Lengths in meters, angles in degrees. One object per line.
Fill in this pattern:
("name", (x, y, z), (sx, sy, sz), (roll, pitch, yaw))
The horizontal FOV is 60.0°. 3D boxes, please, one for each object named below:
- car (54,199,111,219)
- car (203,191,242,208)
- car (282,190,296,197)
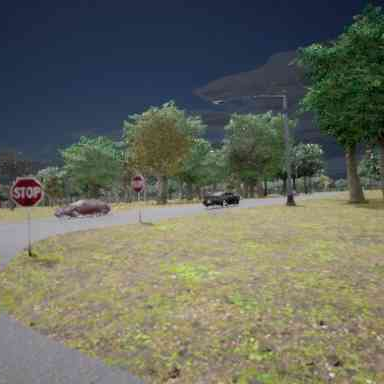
("car", (-8.640, 1.297, 26.593), (1.812, 1.442, 4.674), (-4, -1, 35))
("car", (2.885, 0.662, 31.026), (1.882, 1.535, 5.008), (-4, -1, 35))
("car", (19.982, 0.289, 68.232), (1.812, 1.442, 4.674), (-4, -1, 35))
